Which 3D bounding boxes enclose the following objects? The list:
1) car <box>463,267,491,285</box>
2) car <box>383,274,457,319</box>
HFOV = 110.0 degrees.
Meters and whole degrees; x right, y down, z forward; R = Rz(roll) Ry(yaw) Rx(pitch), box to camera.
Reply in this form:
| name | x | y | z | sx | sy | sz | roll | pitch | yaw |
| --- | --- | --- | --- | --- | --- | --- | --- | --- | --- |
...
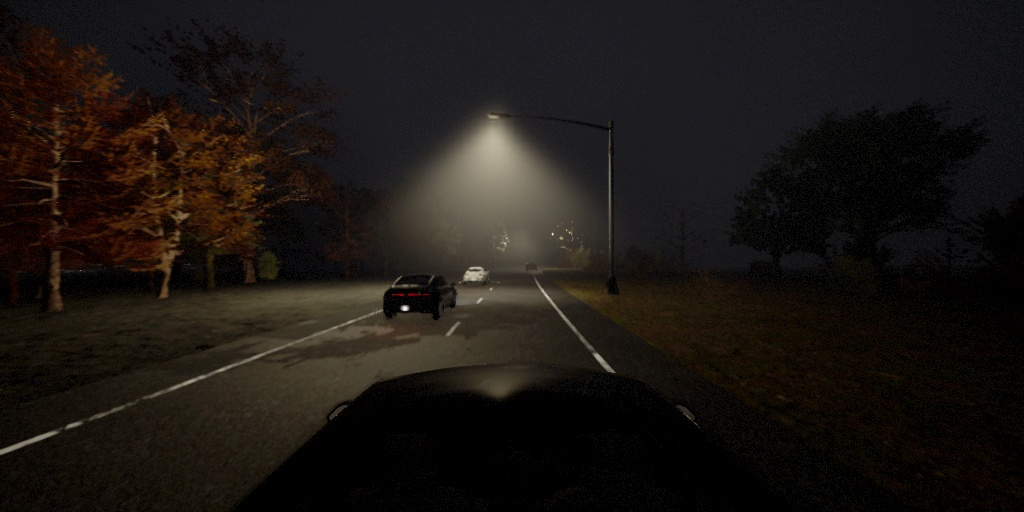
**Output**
| name | x | y | z | sx | sy | sz | roll | pitch | yaw |
| --- | --- | --- | --- | --- | --- | --- | --- | --- | --- |
| car | -2.931 | 1.649 | 30.188 | 1.812 | 1.442 | 4.674 | 0 | -1 | 2 |
| car | -3.303 | 1.409 | 13.606 | 1.837 | 1.490 | 4.892 | 0 | -1 | 1 |
